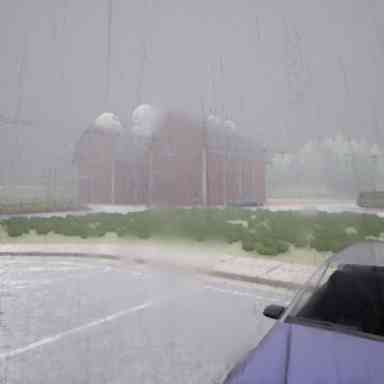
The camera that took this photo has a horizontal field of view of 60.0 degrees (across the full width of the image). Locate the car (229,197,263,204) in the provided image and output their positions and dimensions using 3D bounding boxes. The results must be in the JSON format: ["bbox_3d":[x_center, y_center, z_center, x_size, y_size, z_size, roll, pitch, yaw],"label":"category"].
[{"bbox_3d":[7.310,1.476,44.765,4.902,1.511,2.128,0,0,-19],"label":"car"}]

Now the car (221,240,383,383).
[{"bbox_3d":[2.030,1.481,3.302,2.242,1.667,4.611,0,0,36],"label":"car"}]
